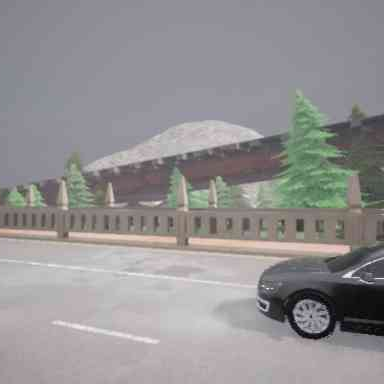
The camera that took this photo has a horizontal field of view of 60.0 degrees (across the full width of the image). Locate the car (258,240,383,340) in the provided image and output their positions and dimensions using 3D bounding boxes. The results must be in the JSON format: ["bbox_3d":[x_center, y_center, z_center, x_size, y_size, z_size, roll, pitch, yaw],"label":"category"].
[{"bbox_3d":[3.525,1.513,5.313,4.892,1.490,1.837,0,0,23],"label":"car"}]
